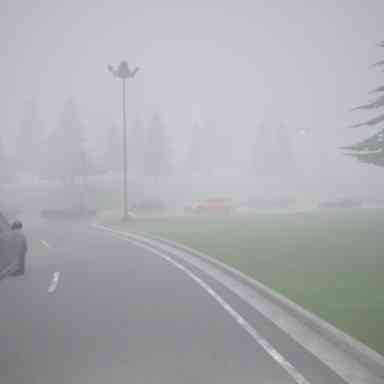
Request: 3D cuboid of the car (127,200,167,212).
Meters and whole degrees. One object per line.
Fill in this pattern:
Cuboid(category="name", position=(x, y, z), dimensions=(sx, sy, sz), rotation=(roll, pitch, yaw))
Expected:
Cuboid(category="car", position=(-5.662, 1.708, 41.690), dimensions=(4.718, 1.301, 1.895), rotation=(-1, 0, -16))

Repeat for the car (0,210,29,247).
Cuboid(category="car", position=(-10.013, 1.724, 16.838), dimensions=(2.033, 1.411, 5.357), rotation=(-1, 0, -38))

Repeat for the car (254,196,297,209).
Cuboid(category="car", position=(11.067, 1.308, 42.712), dimensions=(4.902, 1.511, 2.128), rotation=(-1, 0, -16))

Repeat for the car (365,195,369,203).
Cuboid(category="car", position=(26.749, 1.149, 50.662), dimensions=(4.718, 1.301, 1.895), rotation=(-1, 0, -15))

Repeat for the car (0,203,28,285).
Cuboid(category="car", position=(-5.228, 1.313, 7.349), dimensions=(2.150, 2.045, 5.566), rotation=(-1, 0, -17))

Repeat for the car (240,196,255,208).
Cuboid(category="car", position=(8.193, 1.346, 45.546), dimensions=(5.008, 1.535, 1.882), rotation=(-1, 0, -16))

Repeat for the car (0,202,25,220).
Cuboid(category="car", position=(-18.403, 1.816, 30.878), dimensions=(4.902, 1.511, 2.128), rotation=(-1, 0, -16))

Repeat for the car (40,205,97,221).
Cuboid(category="car", position=(-10.827, 1.794, 29.353), dimensions=(4.718, 1.301, 1.895), rotation=(-1, 0, -16))

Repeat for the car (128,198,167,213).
Cuboid(category="car", position=(-5.257, 1.450, 38.170), dimensions=(4.553, 1.767, 2.097), rotation=(-1, 0, -16))

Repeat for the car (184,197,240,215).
Cuboid(category="car", position=(1.944, 1.326, 32.909), dimensions=(4.553, 1.767, 2.097), rotation=(-1, 0, -16))

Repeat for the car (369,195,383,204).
Cuboid(category="car", position=(28.304, 0.871, 47.472), dimensions=(4.553, 1.767, 2.097), rotation=(-1, 0, -15))

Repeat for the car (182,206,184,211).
Cuboid(category="car", position=(1.677, 1.526, 36.466), dimensions=(5.357, 1.411, 2.033), rotation=(-1, 0, -16))

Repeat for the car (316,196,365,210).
Cuboid(category="car", position=(16.287, 1.327, 36.898), dimensions=(4.718, 1.301, 1.895), rotation=(-1, 0, -16))
